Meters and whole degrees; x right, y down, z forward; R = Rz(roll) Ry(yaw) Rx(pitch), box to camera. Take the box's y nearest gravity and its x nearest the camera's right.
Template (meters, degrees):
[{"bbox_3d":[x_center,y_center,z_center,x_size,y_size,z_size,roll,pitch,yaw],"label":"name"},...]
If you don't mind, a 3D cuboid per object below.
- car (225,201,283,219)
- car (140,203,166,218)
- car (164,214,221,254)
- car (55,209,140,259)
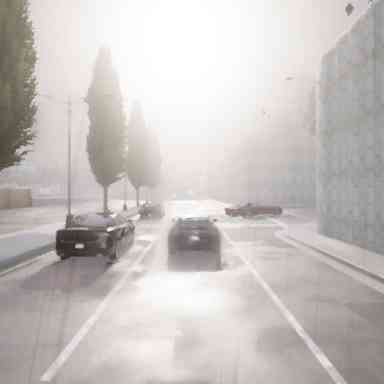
[{"bbox_3d":[5.115,1.423,27.181,4.718,1.301,1.895,-1,0,-28],"label":"car"},{"bbox_3d":[-3.431,1.596,29.506,1.895,1.301,4.718,-1,0,0],"label":"car"},{"bbox_3d":[0.090,1.572,13.510,1.994,1.385,4.181,0,0,0],"label":"car"},{"bbox_3d":[-3.417,1.485,12.602,1.882,1.535,5.008,0,0,0],"label":"car"}]
